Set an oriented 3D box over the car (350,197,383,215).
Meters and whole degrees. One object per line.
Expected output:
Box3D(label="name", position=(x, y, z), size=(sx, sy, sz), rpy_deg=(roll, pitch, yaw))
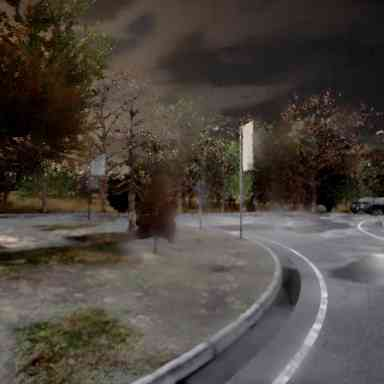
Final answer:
Box3D(label="car", position=(20.781, 1.559, 38.787), size=(5.566, 2.045, 2.150), rpy_deg=(2, -1, -35))
